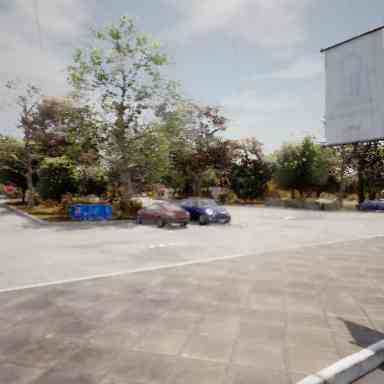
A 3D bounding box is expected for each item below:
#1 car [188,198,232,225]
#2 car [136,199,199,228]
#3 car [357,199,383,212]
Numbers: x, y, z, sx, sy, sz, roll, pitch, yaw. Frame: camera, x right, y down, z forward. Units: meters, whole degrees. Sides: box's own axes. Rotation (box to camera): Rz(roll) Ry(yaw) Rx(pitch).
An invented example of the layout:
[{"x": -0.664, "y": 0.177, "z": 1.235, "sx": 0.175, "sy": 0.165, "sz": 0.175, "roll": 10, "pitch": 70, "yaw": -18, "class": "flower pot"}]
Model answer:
[{"x": 0.671, "y": 1.229, "z": 22.905, "sx": 2.185, "sy": 1.767, "sz": 4.553, "roll": 0, "pitch": 0, "yaw": -35, "class": "car"}, {"x": -1.894, "y": 1.384, "z": 21.040, "sx": 2.002, "sy": 1.452, "sz": 4.674, "roll": 0, "pitch": 0, "yaw": -35, "class": "car"}, {"x": 20.692, "y": 1.502, "z": 36.739, "sx": 2.002, "sy": 1.452, "sz": 4.674, "roll": 0, "pitch": 0, "yaw": -35, "class": "car"}]
